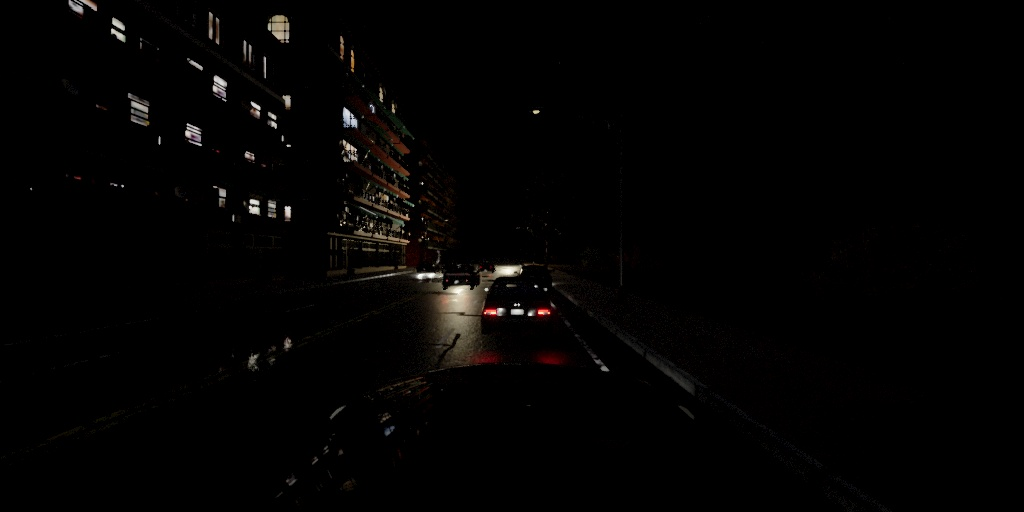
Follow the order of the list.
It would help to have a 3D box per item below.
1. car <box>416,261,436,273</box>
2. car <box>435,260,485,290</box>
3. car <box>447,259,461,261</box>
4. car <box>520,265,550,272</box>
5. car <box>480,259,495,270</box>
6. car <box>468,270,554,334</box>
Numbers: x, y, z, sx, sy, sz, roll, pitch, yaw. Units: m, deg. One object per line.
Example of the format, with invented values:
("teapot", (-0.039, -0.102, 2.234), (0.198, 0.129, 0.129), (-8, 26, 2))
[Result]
("car", (-9.762, 1.315, 41.996), (1.994, 1.385, 4.181), (0, 0, 0))
("car", (-3.105, 1.244, 22.602), (2.128, 1.511, 4.902), (0, 0, 0))
("car", (-6.518, 1.103, 40.038), (2.097, 1.767, 4.553), (0, 0, 0))
("car", (1.177, 1.257, 20.219), (1.837, 1.490, 4.892), (0, 0, 0))
("car", (-3.055, 1.352, 44.094), (1.895, 1.301, 4.718), (0, 0, 0))
("car", (0.120, 1.299, 10.531), (2.033, 1.411, 5.357), (0, 0, 0))
